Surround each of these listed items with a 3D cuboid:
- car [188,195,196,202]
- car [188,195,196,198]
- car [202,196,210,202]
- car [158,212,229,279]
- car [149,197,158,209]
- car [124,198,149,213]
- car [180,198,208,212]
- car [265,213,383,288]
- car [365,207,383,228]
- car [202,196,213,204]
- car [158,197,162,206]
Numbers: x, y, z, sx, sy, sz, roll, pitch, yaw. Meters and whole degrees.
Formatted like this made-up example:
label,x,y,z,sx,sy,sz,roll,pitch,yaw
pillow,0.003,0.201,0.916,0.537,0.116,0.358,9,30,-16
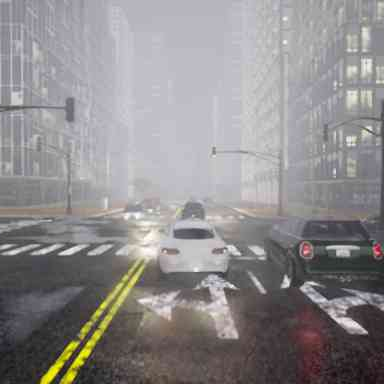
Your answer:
label,x,y,z,sx,sy,sz,roll,pitch,yaw
car,-0.004,1.533,78.884,1.882,1.535,5.008,0,0,0
car,-0.003,1.698,68.466,1.837,1.490,4.892,0,0,0
car,3.246,1.579,78.883,1.812,1.442,4.674,0,0,0
car,-0.044,1.559,10.050,1.812,1.442,4.674,0,0,-3
car,-6.571,1.627,49.233,1.882,1.535,5.008,0,0,1
car,-6.592,1.685,38.909,1.994,1.385,4.181,0,0,0
car,0.111,1.540,27.561,1.837,1.490,4.892,1,0,0
car,3.458,1.385,9.540,2.097,1.767,4.553,0,0,2
car,15.091,1.799,23.482,4.718,1.301,1.895,0,1,1
car,3.247,1.673,68.465,1.882,1.535,5.008,0,0,0
car,-6.504,1.654,59.608,1.882,1.535,5.008,0,0,0
